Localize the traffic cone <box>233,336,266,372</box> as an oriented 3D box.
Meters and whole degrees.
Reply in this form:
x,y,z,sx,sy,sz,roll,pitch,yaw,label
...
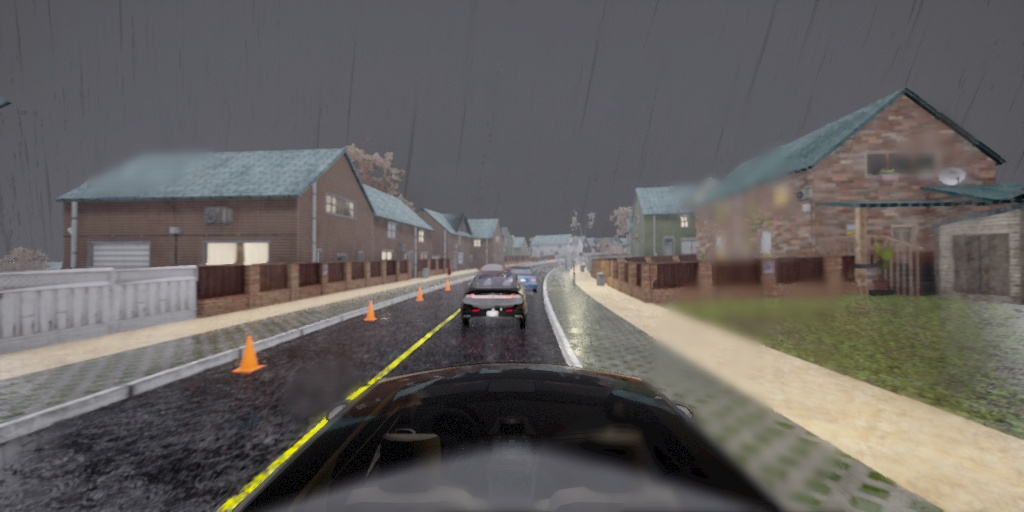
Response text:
x,y,z,sx,sy,sz,roll,pitch,yaw,label
-4.672,1.717,6.387,0.340,0.580,0.340,0,0,1,traffic cone

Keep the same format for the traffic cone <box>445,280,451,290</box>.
x,y,z,sx,sy,sz,roll,pitch,yaw,label
-3.854,1.731,21.517,0.340,0.580,0.340,0,0,5,traffic cone

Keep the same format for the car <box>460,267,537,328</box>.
x,y,z,sx,sy,sz,roll,pitch,yaw,label
-0.453,1.264,11.542,2.128,1.511,4.902,0,0,1,car

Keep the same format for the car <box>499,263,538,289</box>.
x,y,z,sx,sy,sz,roll,pitch,yaw,label
0.436,1.320,21.287,2.033,1.411,5.357,0,0,-2,car

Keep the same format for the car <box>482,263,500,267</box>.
x,y,z,sx,sy,sz,roll,pitch,yaw,label
-1.313,1.243,25.531,1.882,1.535,5.008,0,0,4,car

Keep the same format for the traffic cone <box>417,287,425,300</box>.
x,y,z,sx,sy,sz,roll,pitch,yaw,label
-4.232,1.734,16.481,0.340,0.580,0.340,0,0,4,traffic cone

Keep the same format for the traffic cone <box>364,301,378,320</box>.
x,y,z,sx,sy,sz,roll,pitch,yaw,label
-4.504,1.729,11.436,0.340,0.580,0.340,0,0,3,traffic cone
